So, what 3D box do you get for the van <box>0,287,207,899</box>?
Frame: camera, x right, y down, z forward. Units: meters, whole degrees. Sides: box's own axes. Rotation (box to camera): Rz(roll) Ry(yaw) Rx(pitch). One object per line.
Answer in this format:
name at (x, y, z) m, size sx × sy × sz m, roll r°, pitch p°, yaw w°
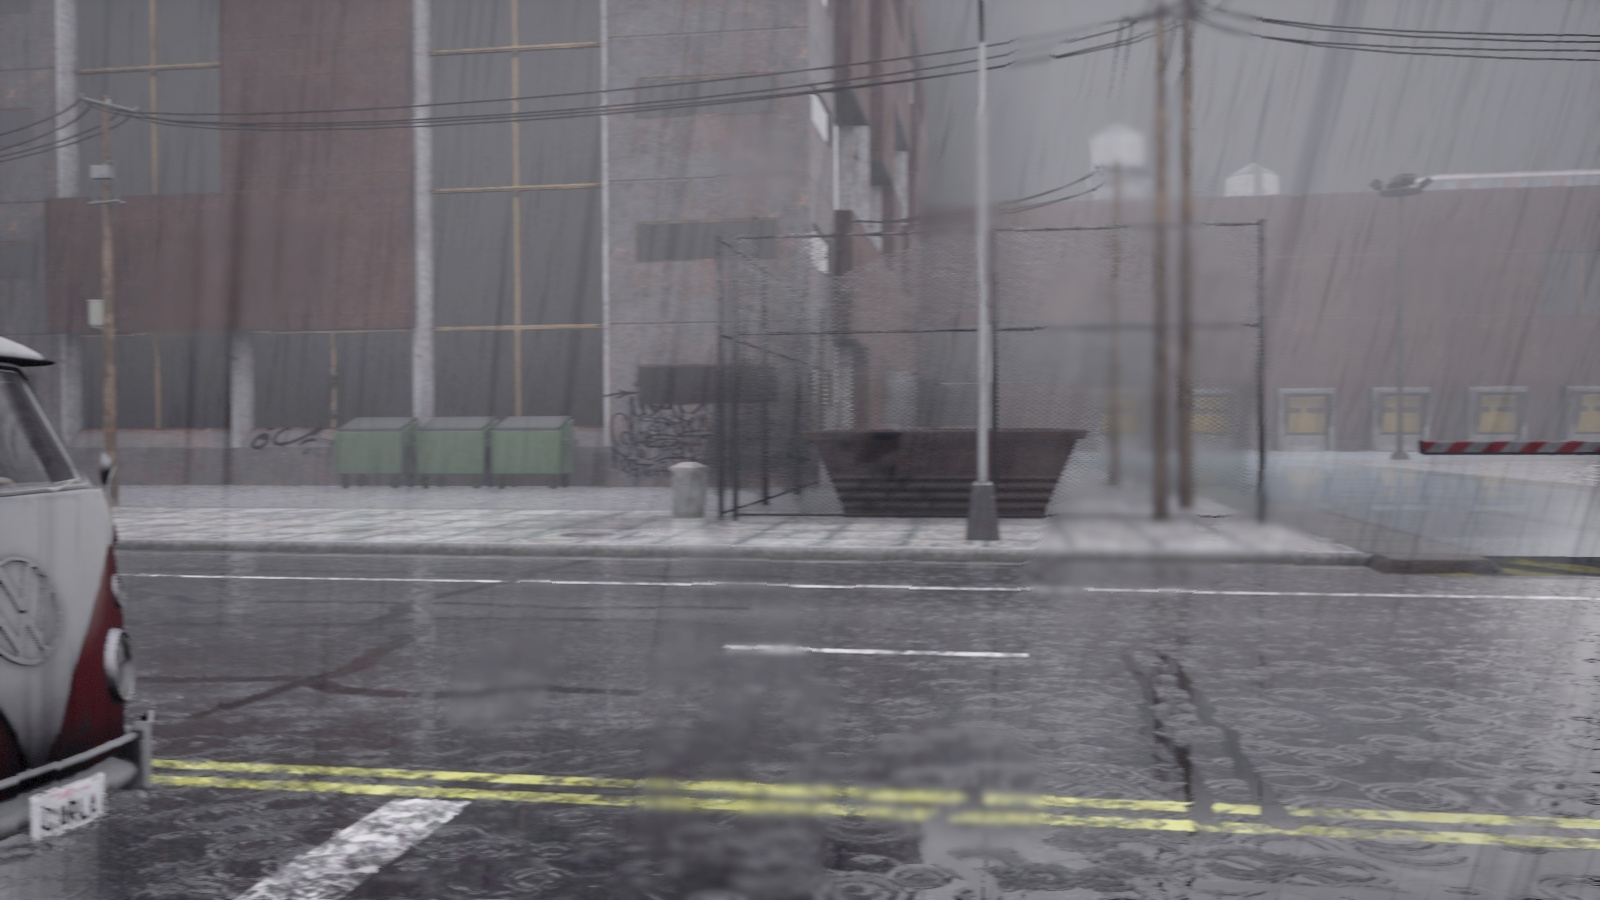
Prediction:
van at (-4.585, 0.485, 4.227) m, size 4.442 × 1.987 × 1.775 m, roll 0°, pitch 1°, yaw 9°
